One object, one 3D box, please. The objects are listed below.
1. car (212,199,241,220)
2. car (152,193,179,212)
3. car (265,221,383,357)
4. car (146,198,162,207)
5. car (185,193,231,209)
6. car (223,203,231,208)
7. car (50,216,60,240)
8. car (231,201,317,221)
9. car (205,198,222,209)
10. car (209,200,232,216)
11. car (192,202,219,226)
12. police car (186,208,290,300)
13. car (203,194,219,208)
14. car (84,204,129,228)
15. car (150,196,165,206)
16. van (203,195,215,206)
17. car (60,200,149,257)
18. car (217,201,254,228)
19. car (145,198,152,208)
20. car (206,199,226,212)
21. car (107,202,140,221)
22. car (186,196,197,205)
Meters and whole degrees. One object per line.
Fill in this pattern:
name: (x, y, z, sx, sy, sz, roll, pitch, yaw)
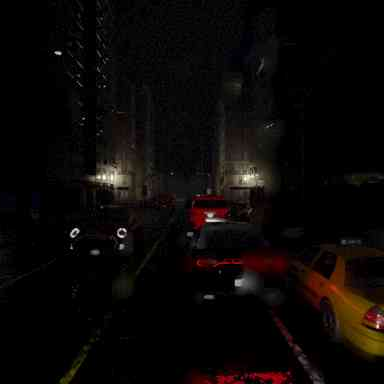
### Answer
car: (2.825, 1.438, 28.157, 1.967, 1.590, 4.097, 0, 0, 0)
car: (-3.056, 1.218, 39.396, 2.150, 2.045, 5.566, 0, 0, 0)
car: (2.850, 1.525, 6.233, 1.752, 1.417, 4.829, 0, 0, 0)
car: (-5.726, 1.563, 50.236, 1.947, 1.339, 4.313, 0, 0, 0)
car: (0.878, 1.222, 18.471, 2.150, 2.045, 5.566, 0, 0, 0)
car: (2.837, 1.524, 17.280, 1.752, 1.417, 4.829, 0, 0, 0)
car: (-5.688, 1.544, 17.085, 1.887, 1.381, 4.507, 0, 0, 0)
car: (2.844, 1.315, 11.586, 2.192, 1.841, 5.009, 0, 0, 0)
car: (2.806, 1.563, 44.728, 1.947, 1.339, 4.313, 0, 0, 0)
car: (2.819, 1.549, 33.681, 2.008, 1.369, 4.403, 0, 0, 0)
car: (0.871, 1.525, 24.441, 1.812, 1.442, 4.674, 0, 0, 0)
police car: (0.888, 1.425, 8.551, 1.930, 1.638, 5.238, 0, 0, 0)
car: (2.800, 1.312, 50.252, 2.192, 1.841, 5.009, 0, 0, 0)
car: (-5.695, 1.565, 22.610, 1.947, 1.339, 4.313, 0, 0, 0)
car: (-5.732, 1.437, 55.761, 1.967, 1.590, 4.097, 0, 0, 0)
van: (2.794, 1.338, 55.776, 1.690, 1.788, 3.998, 0, 0, 0)
car: (-3.116, 1.351, 12.940, 2.097, 1.767, 4.553, 0, 0, 0)
car: (2.831, 1.439, 22.634, 1.967, 1.590, 4.097, 0, 0, 0)
car: (-5.720, 1.579, 44.711, 1.802, 1.307, 4.206, 0, 0, 0)
car: (2.812, 1.548, 39.205, 2.008, 1.369, 4.403, 0, 0, 0)
car: (-5.701, 1.564, 28.135, 1.947, 1.339, 4.313, 0, 0, 0)
car: (-0.069, 1.522, 59.563, 1.812, 1.442, 4.674, 0, 0, 0)
